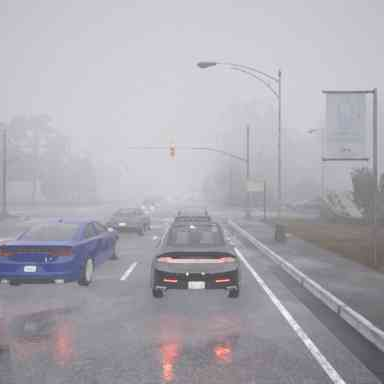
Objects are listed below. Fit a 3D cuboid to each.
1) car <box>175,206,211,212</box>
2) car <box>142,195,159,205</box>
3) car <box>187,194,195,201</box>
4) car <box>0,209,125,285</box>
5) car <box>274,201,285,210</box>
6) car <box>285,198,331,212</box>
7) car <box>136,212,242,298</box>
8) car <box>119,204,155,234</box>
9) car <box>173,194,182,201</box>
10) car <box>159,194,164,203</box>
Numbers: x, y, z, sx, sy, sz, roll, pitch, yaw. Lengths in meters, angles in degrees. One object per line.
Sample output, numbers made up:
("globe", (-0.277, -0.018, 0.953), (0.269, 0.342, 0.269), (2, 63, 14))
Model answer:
("car", (0.038, 1.478, 18.004), (1.882, 1.535, 5.008), (0, 0, 0))
("car", (-7.278, 1.505, 56.623), (1.837, 1.490, 4.892), (0, 0, 0))
("car", (-0.302, 1.518, 85.713), (2.128, 1.511, 4.902), (0, 0, 0))
("car", (-3.432, 1.478, 9.513), (1.882, 1.535, 5.008), (0, 0, 0))
("car", (12.852, 1.491, 41.701), (4.902, 1.511, 2.128), (0, 0, 3))
("car", (13.570, 1.526, 38.143), (4.674, 1.442, 1.812), (0, 0, 3))
("car", (0.073, 1.492, 8.508), (2.128, 1.511, 4.902), (0, 0, 0))
("car", (-3.463, 1.564, 18.504), (1.994, 1.385, 4.181), (0, 0, 0))
("car", (-3.800, 1.471, 85.318), (1.882, 1.535, 5.008), (0, 0, 0))
("car", (-7.261, 1.504, 65.991), (1.837, 1.490, 4.892), (0, 0, 0))
